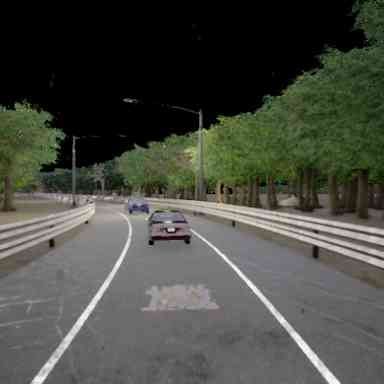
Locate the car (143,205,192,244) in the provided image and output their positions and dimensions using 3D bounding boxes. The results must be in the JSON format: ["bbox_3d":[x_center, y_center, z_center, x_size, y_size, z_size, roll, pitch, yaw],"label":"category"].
[{"bbox_3d":[-1.196,1.556,15.825,2.033,1.411,5.357,0,0,-8],"label":"car"}]

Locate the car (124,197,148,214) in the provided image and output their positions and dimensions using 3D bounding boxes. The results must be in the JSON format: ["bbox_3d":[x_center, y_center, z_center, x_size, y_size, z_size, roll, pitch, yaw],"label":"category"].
[{"bbox_3d":[-6.036,1.371,35.922,2.097,1.767,4.553,0,0,-18],"label":"car"}]
